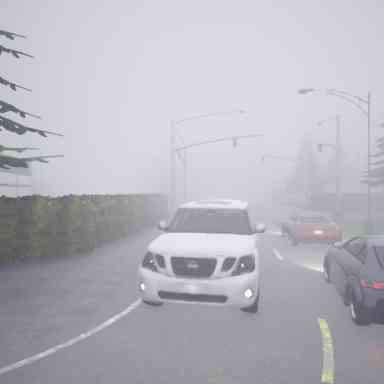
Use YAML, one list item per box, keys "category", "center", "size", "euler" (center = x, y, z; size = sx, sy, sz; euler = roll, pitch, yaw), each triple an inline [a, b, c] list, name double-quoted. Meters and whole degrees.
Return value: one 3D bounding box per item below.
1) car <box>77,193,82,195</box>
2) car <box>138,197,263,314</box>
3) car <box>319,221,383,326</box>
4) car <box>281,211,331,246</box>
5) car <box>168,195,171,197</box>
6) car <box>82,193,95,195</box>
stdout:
- category: "car"
  center: [-26.288, 1.077, 78.179]
  size: [1.905, 1.878, 3.866]
  euler: [0, 0, 7]
- category: "car"
  center: [0.554, 1.221, 8.115]
  size: [2.150, 2.045, 5.566]
  euler: [0, 0, 12]
- category: "car"
  center: [4.002, 1.564, 6.830]
  size: [1.994, 1.385, 4.181]
  euler: [0, 0, 14]
- category: "car"
  center: [5.277, 1.564, 15.143]
  size: [1.994, 1.385, 4.181]
  euler: [0, 0, 8]
- category: "car"
  center: [-4.948, 1.373, 75.634]
  size: [1.845, 1.501, 3.633]
  euler: [0, 0, 7]
- category: "car"
  center: [-23.353, 1.097, 78.207]
  size: [1.932, 1.855, 4.605]
  euler: [0, 0, 7]
